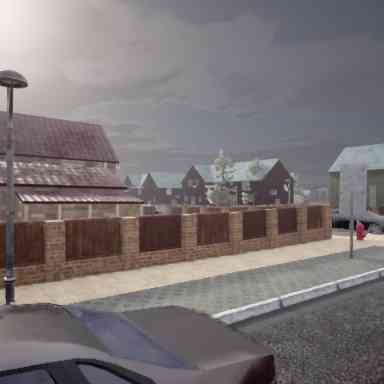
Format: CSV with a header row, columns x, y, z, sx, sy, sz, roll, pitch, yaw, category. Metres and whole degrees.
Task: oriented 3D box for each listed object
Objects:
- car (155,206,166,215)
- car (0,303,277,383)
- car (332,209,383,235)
x,y,z,sx,sy,sz,roll,pitch,yaw,category
-3.698,2.364,38.667,2.128,1.511,4.902,1,-2,-36,car
-1.756,1.547,1.816,5.357,1.411,2.033,0,0,-36,car
9.882,1.722,19.930,2.128,1.511,4.902,1,-2,-36,car
